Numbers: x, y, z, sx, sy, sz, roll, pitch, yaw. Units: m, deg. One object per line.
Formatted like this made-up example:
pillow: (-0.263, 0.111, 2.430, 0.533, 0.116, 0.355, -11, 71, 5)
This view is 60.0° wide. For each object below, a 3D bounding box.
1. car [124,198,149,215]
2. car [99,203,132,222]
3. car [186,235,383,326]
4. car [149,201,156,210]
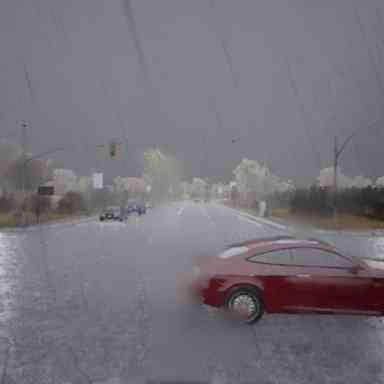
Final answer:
car: (-7.075, 1.740, 41.181, 2.150, 2.045, 5.566, 0, -1, 1)
car: (-7.096, 1.949, 30.549, 1.994, 1.385, 4.181, 0, -1, -1)
car: (2.228, 1.611, 6.536, 4.674, 1.442, 1.812, 0, -1, 3)
car: (-7.024, 2.185, 55.069, 2.128, 1.511, 4.902, 0, -1, 1)
